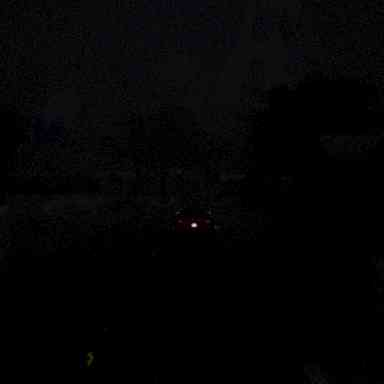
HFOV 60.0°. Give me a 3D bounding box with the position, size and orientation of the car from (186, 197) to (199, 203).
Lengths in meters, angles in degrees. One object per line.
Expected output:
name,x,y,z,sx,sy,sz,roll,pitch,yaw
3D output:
car,0.093,1.517,32.544,1.994,1.385,4.181,0,0,0

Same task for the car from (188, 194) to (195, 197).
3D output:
car,-0.017,1.732,85.086,1.837,1.490,4.892,0,-1,0

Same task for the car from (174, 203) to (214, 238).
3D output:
car,0.098,1.513,17.479,1.994,1.385,4.181,0,0,0
